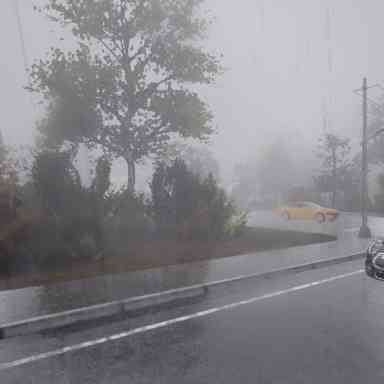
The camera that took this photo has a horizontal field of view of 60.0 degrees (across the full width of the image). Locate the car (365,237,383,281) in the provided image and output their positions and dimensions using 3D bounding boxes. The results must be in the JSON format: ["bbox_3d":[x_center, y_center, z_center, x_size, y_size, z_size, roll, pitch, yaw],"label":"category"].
[{"bbox_3d":[6.495,1.352,8.630,4.553,1.767,2.097,0,0,-36],"label":"car"}]

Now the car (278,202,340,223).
[{"bbox_3d":[9.326,1.566,26.865,1.882,1.535,5.008,0,-1,-39],"label":"car"}]

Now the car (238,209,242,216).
[{"bbox_3d":[2.991,1.584,34.354,2.097,1.767,4.553,0,-1,-43],"label":"car"}]
